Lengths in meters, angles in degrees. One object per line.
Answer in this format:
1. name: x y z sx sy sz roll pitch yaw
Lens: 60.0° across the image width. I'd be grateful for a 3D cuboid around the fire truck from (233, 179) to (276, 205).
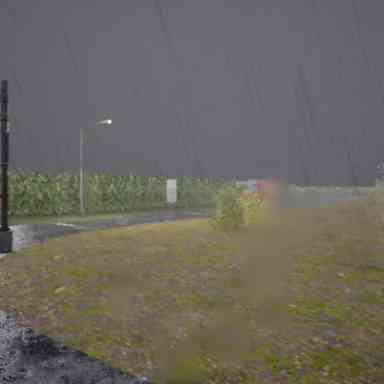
1. fire truck: 8.989 0.128 46.895 2.891 3.827 8.468 0 0 35
